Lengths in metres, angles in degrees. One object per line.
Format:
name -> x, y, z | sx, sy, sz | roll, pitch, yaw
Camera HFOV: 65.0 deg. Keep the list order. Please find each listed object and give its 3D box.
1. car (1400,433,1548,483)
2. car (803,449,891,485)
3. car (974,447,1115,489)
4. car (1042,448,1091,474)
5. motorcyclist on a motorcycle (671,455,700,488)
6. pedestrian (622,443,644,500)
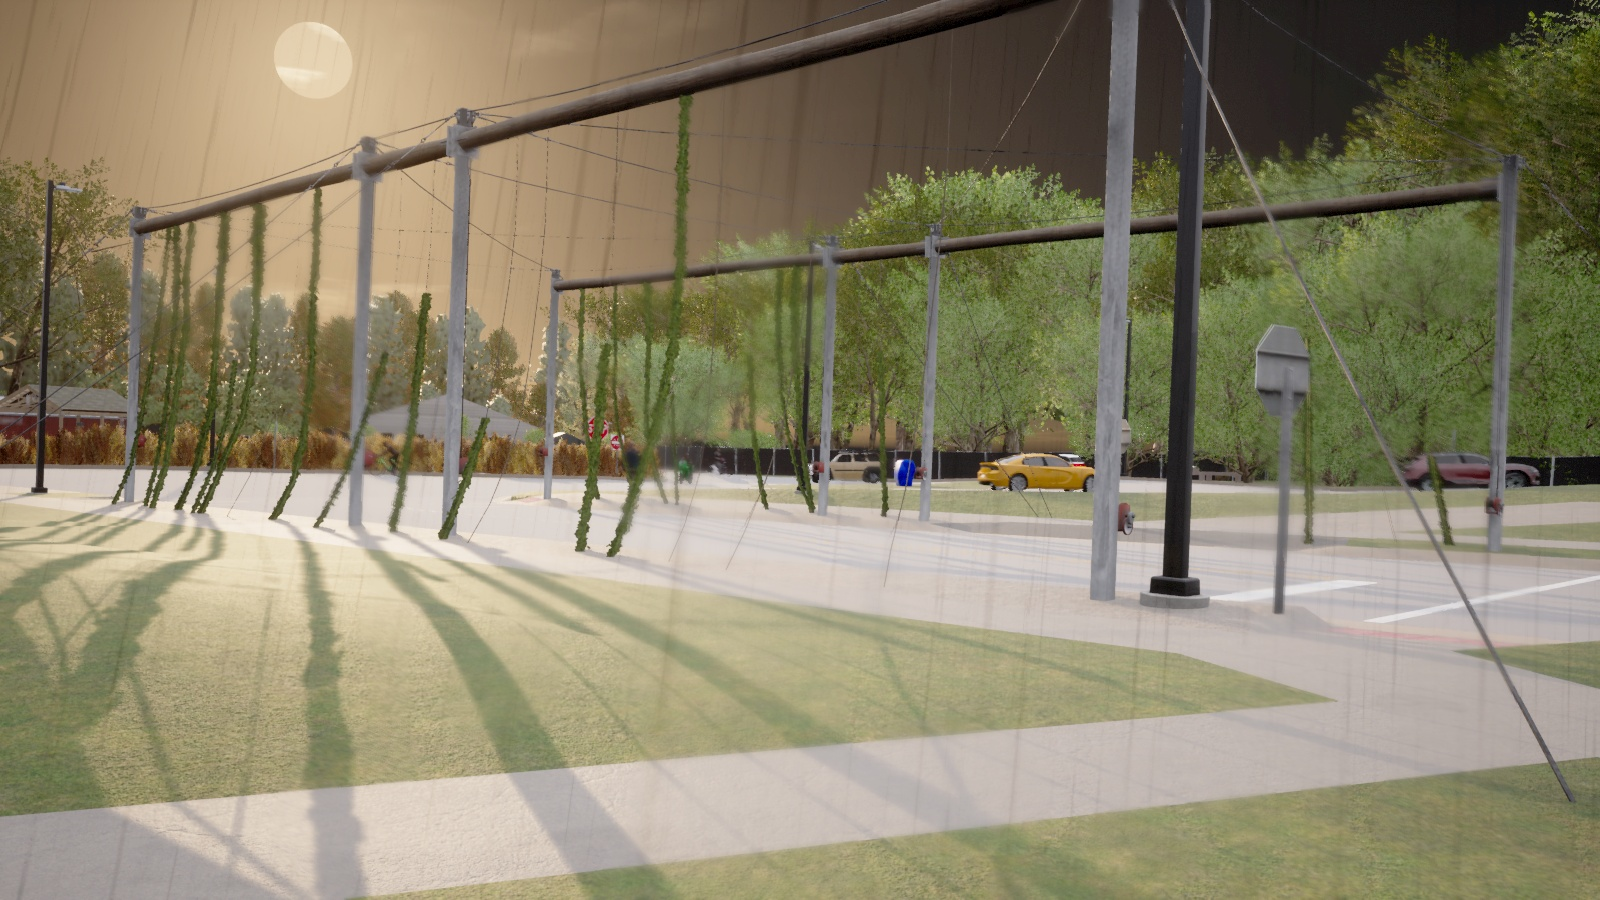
car -> 26.520, 0.311, 49.603 | 4.856, 1.649, 2.033 | -4, -1, 21
car -> 2.586, 0.937, 70.076 | 4.605, 1.855, 1.932 | -1, -1, -7
car -> 9.359, 0.682, 48.117 | 5.008, 1.535, 1.882 | 0, 1, -16
car -> 14.711, 0.593, 69.253 | 1.481, 1.376, 2.207 | 0, 0, -38
motorcyclist on a motorcycle -> -5.501, 1.019, 60.511 | 0.797, 1.523, 2.044 | 2, 0, 12
pedestrian -> -5.407, 0.690, 40.693 | 0.402, 1.842, 0.726 | 1, 0, -34
